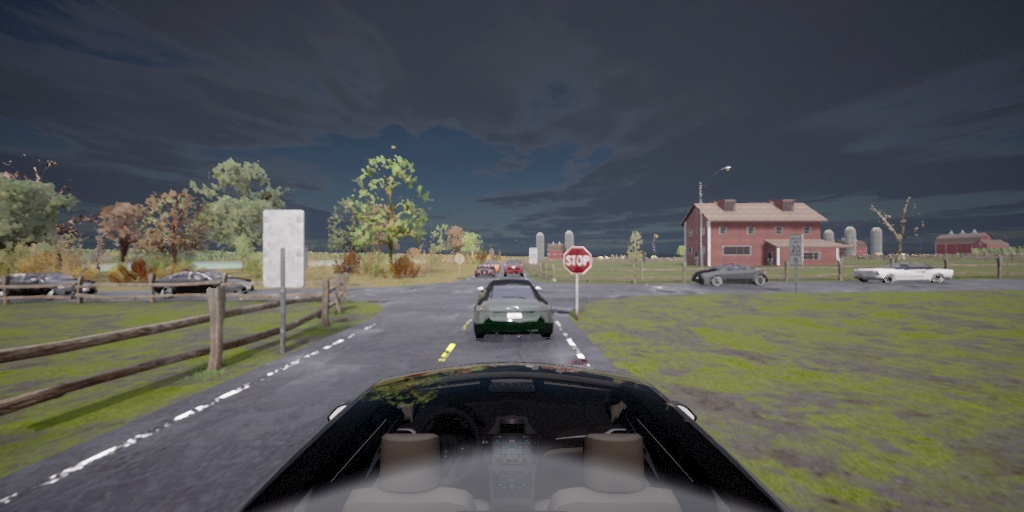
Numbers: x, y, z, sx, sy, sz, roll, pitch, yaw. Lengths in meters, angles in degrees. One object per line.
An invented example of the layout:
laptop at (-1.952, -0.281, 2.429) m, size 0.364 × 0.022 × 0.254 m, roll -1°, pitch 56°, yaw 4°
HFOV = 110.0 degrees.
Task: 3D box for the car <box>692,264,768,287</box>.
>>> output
car at (13.905, 1.200, 23.032) m, size 4.181 × 1.385 × 1.994 m, roll -1°, pitch 0°, yaw 1°

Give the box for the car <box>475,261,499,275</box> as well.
car at (-2.757, 1.511, 37.969) m, size 1.994 × 1.385 × 4.181 m, roll 0°, pitch 0°, yaw 1°

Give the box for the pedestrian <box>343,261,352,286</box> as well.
pedestrian at (-12.102, 1.298, 26.320) m, size 0.375 × 1.860 × 0.375 m, roll 0°, pitch 1°, yaw 1°

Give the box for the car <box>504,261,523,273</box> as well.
car at (0.178, 1.316, 41.015) m, size 2.097 × 1.767 × 4.553 m, roll 0°, pitch 0°, yaw 0°

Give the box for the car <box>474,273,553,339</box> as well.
car at (-0.054, 1.361, 10.323) m, size 1.994 × 1.385 × 4.181 m, roll 0°, pitch 0°, yaw -3°

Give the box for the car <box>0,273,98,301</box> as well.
car at (-26.827, 1.707, 20.597) m, size 4.902 × 1.511 × 2.128 m, roll -1°, pitch 0°, yaw 2°

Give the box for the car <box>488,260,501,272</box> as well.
car at (-2.732, 1.353, 47.725) m, size 2.097 × 1.767 × 4.553 m, roll 0°, pitch 0°, yaw 0°

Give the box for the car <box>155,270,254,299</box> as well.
car at (-17.419, 1.577, 20.419) m, size 4.902 × 1.511 × 2.128 m, roll -1°, pitch 0°, yaw 1°

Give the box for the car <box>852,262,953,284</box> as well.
car at (24.798, 1.078, 22.925) m, size 4.718 × 1.301 × 1.895 m, roll -1°, pitch 0°, yaw 1°
